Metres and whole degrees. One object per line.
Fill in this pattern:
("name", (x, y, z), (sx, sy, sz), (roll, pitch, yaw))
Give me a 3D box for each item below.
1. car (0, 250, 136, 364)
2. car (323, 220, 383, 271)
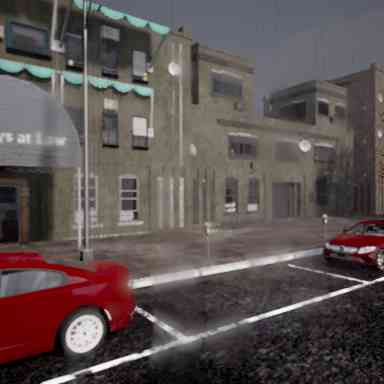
("car", (-2.984, 1.545, 4.434), (4.507, 1.381, 1.887), (0, -1, -36))
("car", (6.049, 1.591, 10.879), (4.206, 1.307, 1.802), (0, -1, -36))
